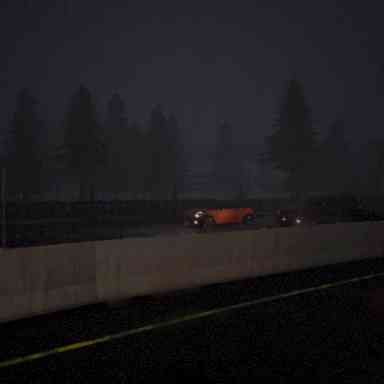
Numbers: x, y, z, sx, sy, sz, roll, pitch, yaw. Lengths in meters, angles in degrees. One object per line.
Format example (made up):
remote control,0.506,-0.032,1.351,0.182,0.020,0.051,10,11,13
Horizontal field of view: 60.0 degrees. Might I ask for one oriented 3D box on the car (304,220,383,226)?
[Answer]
car,7.885,1.537,16.329,4.181,1.385,1.994,0,0,-26
